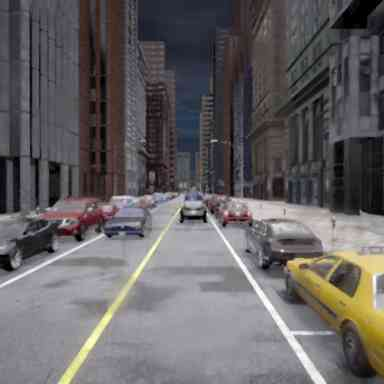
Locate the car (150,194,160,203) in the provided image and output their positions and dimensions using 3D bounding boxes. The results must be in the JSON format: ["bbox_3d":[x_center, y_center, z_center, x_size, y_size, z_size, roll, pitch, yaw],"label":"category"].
[{"bbox_3d":[-5.759,1.274,44.564,1.967,1.590,4.097,0,0,0],"label":"car"}]

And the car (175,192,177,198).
[{"bbox_3d":[-5.754,1.014,84.019,2.192,1.841,5.009,0,0,0],"label":"car"}]

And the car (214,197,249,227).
[{"bbox_3d":[2.763,1.358,22.025,1.967,1.590,4.097,0,0,0],"label":"car"}]

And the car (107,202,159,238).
[{"bbox_3d":[-3.098,1.483,17.422,2.033,1.411,5.357,0,0,0],"label":"car"}]

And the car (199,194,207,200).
[{"bbox_3d":[2.772,1.281,84.025,1.802,1.307,4.206,0,0,0],"label":"car"}]

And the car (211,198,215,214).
[{"bbox_3d":[2.764,1.462,27.662,1.947,1.339,4.313,0,0,0],"label":"car"}]

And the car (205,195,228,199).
[{"bbox_3d":[2.764,1.191,33.298,2.192,1.841,5.009,0,0,0],"label":"car"}]

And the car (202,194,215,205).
[{"bbox_3d":[2.768,1.233,55.843,1.967,1.590,4.097,0,0,0],"label":"car"}]

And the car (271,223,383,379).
[{"bbox_3d":[2.761,1.505,5.287,1.752,1.417,4.829,0,0,0],"label":"car"}]

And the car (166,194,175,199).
[{"bbox_3d":[-5.752,1.246,89.657,1.947,1.339,4.313,0,0,0],"label":"car"}]

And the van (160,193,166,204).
[{"bbox_3d":[-5.757,1.134,55.836,1.690,1.788,3.998,0,0,0],"label":"van"}]

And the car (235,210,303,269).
[{"bbox_3d":[2.761,1.510,10.753,2.008,1.369,4.403,0,0,0],"label":"car"}]

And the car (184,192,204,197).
[{"bbox_3d":[0.095,1.055,45.187,2.150,2.045,5.566,0,0,0],"label":"car"}]

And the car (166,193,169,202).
[{"bbox_3d":[-5.756,1.299,61.304,1.752,1.417,4.829,0,0,0],"label":"car"}]

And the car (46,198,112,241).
[{"bbox_3d":[-5.763,1.254,16.379,2.192,1.841,5.009,0,0,0],"label":"car"}]

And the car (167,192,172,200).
[{"bbox_3d":[-5.755,1.305,67.110,2.008,1.369,4.403,0,0,0],"label":"car"}]

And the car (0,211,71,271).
[{"bbox_3d":[-5.763,1.526,10.744,1.947,1.339,4.313,0,0,0],"label":"car"}]

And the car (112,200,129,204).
[{"bbox_3d":[-5.762,1.462,22.017,1.887,1.381,4.507,0,0,0],"label":"car"}]

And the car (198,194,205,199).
[{"bbox_3d":[2.774,1.244,95.298,1.802,1.307,4.206,0,0,0],"label":"car"}]

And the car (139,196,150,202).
[{"bbox_3d":[-5.760,1.316,33.290,1.967,1.590,4.097,0,0,0],"label":"car"}]

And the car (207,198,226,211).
[{"bbox_3d":[2.766,1.400,38.935,1.887,1.381,4.507,0,0,0],"label":"car"}]

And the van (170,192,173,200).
[{"bbox_3d":[-5.755,1.076,72.746,1.690,1.788,3.998,0,0,0],"label":"van"}]

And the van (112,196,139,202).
[{"bbox_3d":[-5.762,1.238,27.653,1.690,1.788,3.998,0,0,0],"label":"van"}]

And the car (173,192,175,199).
[{"bbox_3d":[-5.754,1.157,78.383,1.967,1.590,4.097,0,0,0],"label":"car"}]

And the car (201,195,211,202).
[{"bbox_3d":[2.770,1.319,67.116,1.947,1.339,4.313,0,0,0],"label":"car"}]

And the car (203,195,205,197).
[{"bbox_3d":[2.767,1.400,44.571,1.947,1.339,4.313,0,0,0],"label":"car"}]

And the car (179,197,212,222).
[{"bbox_3d":[0.103,1.410,25.003,2.163,1.488,4.792,0,0,0],"label":"car"}]
